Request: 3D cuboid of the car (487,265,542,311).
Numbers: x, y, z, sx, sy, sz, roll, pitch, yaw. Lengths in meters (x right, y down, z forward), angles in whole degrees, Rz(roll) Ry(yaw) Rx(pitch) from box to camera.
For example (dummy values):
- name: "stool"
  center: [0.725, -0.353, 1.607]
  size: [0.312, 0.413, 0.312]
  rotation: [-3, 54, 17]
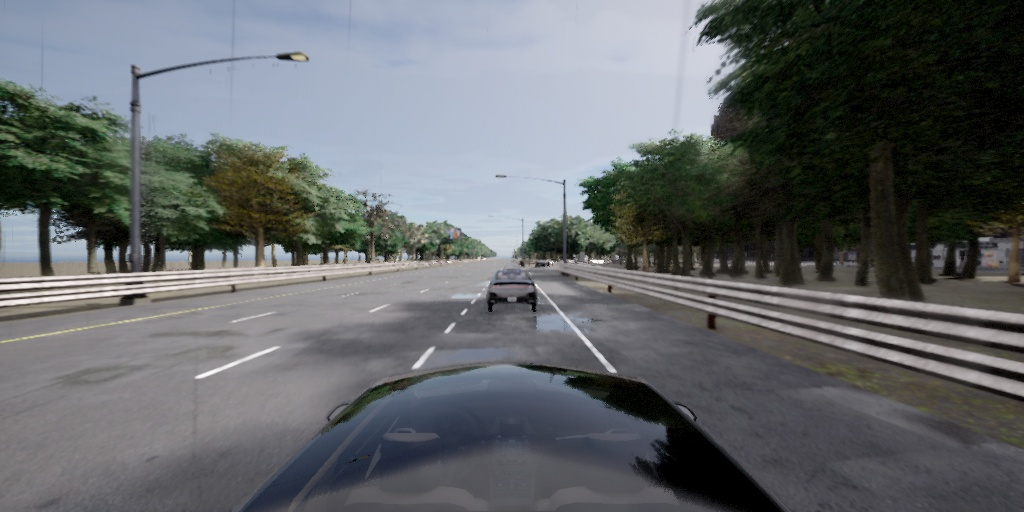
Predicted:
- name: "car"
  center: [0.001, 1.294, 14.703]
  size: [2.128, 1.511, 4.902]
  rotation: [0, 0, 0]
